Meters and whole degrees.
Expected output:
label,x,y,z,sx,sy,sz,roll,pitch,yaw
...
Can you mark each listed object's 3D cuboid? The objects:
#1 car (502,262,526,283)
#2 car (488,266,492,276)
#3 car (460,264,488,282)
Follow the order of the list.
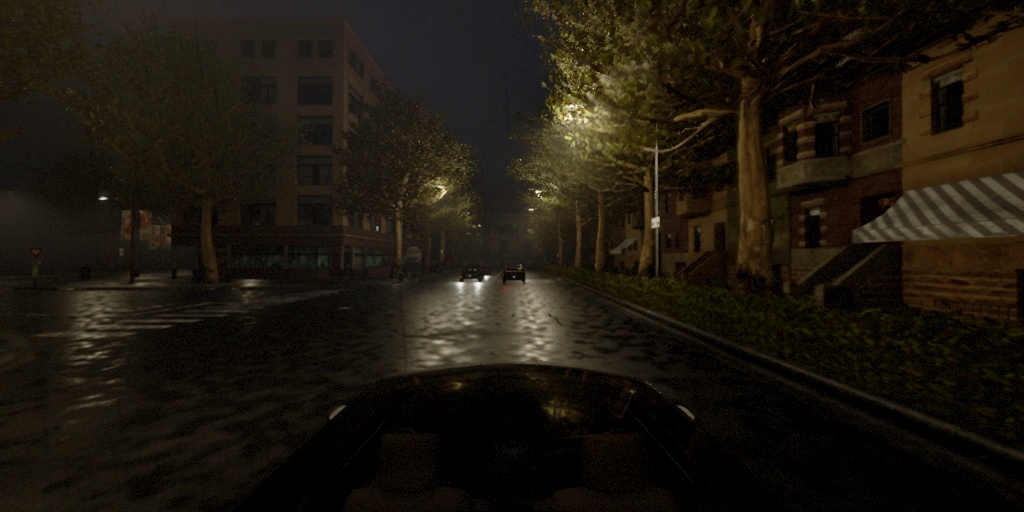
label,x,y,z,sx,sy,sz,roll,pitch,yaw
car,0.163,1.452,30.501,2.128,1.511,4.902,0,0,0
car,-3.482,1.611,42.412,1.994,1.385,4.181,0,0,1
car,-3.541,1.479,32.525,1.837,1.490,4.892,0,0,1
